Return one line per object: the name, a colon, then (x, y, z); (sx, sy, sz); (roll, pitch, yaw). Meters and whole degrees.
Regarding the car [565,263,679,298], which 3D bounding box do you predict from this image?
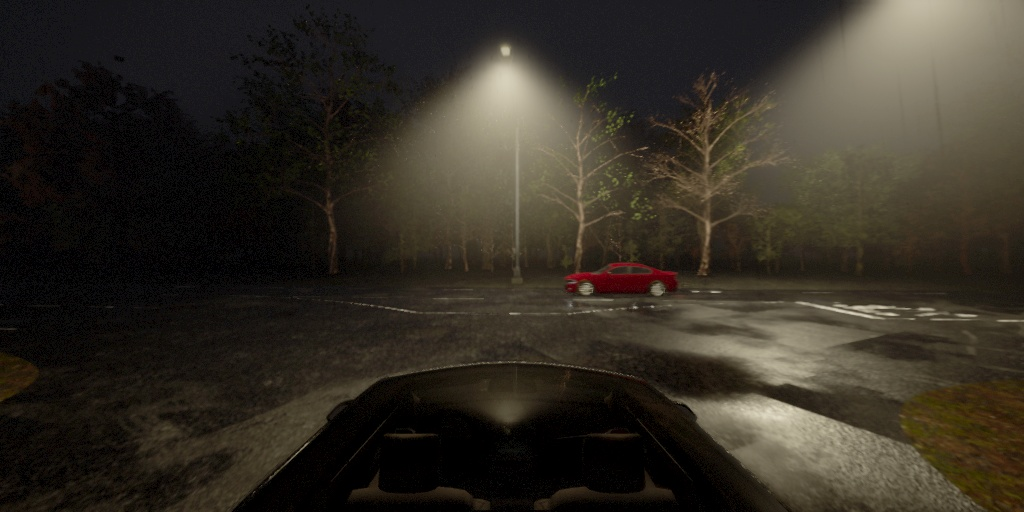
car: (4.948, 1.071, 16.509); (5.008, 1.535, 1.882); (0, 1, 5)
